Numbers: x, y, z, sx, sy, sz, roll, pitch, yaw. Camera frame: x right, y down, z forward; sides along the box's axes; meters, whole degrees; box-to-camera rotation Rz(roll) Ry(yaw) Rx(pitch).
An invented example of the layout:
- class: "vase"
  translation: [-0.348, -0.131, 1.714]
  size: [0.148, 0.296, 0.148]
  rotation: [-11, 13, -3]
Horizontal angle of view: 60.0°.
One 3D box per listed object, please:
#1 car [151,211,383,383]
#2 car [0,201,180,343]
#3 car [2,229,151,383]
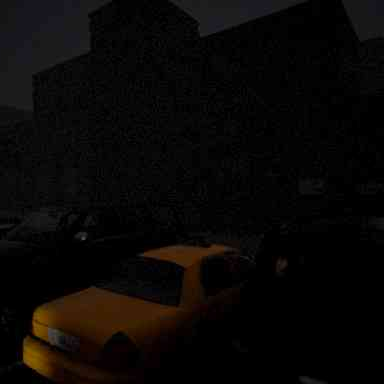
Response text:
- class: "car"
  translation: [2.358, 1.229, 3.709]
  size: [2.435, 2.045, 5.566]
  rotation: [0, 0, 35]
- class: "car"
  translation: [-2.303, 1.248, 6.962]
  size: [2.435, 2.045, 5.566]
  rotation: [0, 0, 35]
- class: "car"
  translation: [0.186, 1.486, 5.450]
  size: [1.946, 1.575, 5.366]
  rotation: [0, 0, 35]
